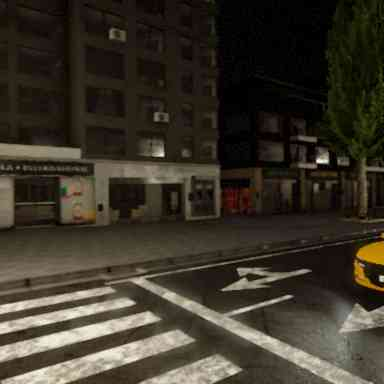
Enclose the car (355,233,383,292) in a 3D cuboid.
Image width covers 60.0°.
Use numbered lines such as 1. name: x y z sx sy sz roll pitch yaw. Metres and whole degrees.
1. car: 5.876 1.418 7.848 5.008 1.535 1.882 0 0 -33
